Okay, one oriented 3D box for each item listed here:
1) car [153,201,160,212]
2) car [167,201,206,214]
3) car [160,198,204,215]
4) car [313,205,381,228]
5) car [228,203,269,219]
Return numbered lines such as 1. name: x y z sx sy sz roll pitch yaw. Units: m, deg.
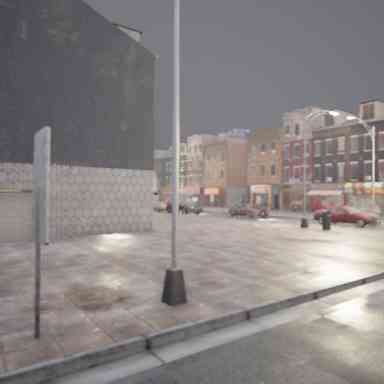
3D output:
1. car: -4.054 1.775 41.072 1.752 1.417 4.829 0 0 -35
2. car: -0.762 1.815 40.843 2.033 1.411 5.357 1 -1 -35
3. car: -1.003 1.545 36.787 2.192 1.841 5.009 0 0 -35
4. car: 11.120 1.720 24.134 1.812 1.442 4.674 1 -1 -35
5. car: 5.405 1.793 32.186 1.994 1.385 4.181 1 -1 -34
